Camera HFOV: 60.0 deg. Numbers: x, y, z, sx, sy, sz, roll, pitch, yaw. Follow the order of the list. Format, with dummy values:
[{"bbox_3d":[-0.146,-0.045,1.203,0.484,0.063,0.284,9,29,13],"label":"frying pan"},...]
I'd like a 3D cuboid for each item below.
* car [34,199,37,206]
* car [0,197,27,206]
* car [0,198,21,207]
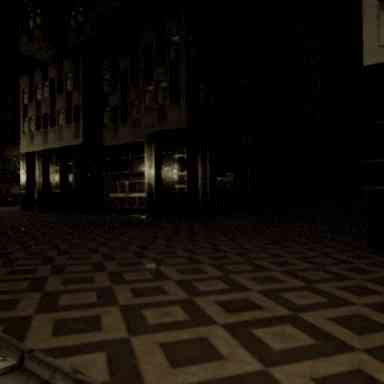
[{"bbox_3d":[-26.928,1.811,58.348,1.947,1.339,4.313,-1,0,35],"label":"car"},{"bbox_3d":[-33.943,1.841,63.193,1.967,1.590,4.097,-1,0,35],"label":"car"},{"bbox_3d":[-30.129,1.827,53.707,1.947,1.339,4.313,-1,0,35],"label":"car"}]
